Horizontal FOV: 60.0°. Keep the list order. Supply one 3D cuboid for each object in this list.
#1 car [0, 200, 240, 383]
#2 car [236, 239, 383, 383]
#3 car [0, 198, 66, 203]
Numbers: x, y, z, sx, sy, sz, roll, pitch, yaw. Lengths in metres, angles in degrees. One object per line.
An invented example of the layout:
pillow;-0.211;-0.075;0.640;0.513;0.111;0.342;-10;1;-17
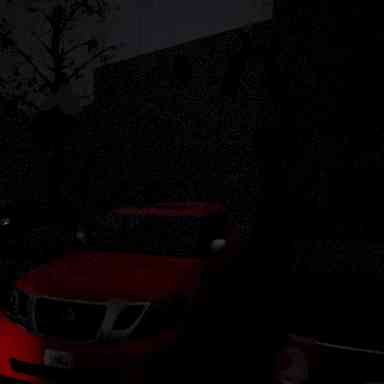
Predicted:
car;-0.489;1.222;5.726;2.435;2.045;5.566;1;0;15
car;1.948;1.355;3.984;2.185;1.767;4.553;0;-1;15
car;-5.398;1.206;9.201;2.435;2.045;5.566;1;0;15
